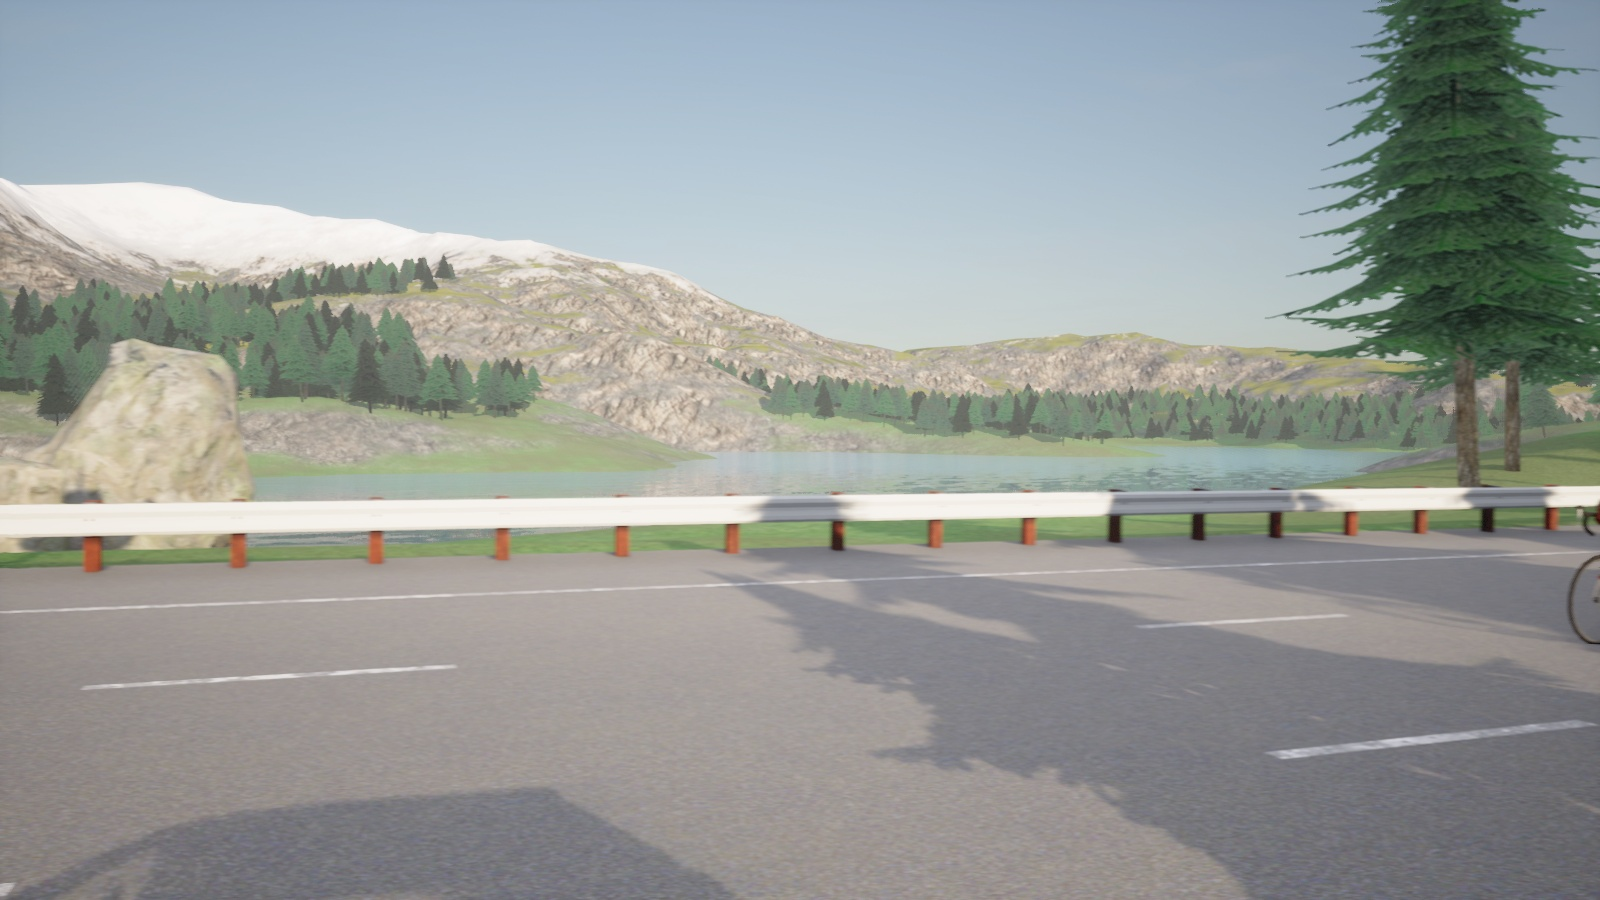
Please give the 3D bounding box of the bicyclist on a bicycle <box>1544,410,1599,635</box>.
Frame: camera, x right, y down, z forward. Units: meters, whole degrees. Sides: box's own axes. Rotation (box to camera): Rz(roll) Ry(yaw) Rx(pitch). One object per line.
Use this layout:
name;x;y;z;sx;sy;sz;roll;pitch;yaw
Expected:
bicyclist on a bicycle;6.459;0.501;9.433;1.656;1.620;0.582;-1;1;-21
